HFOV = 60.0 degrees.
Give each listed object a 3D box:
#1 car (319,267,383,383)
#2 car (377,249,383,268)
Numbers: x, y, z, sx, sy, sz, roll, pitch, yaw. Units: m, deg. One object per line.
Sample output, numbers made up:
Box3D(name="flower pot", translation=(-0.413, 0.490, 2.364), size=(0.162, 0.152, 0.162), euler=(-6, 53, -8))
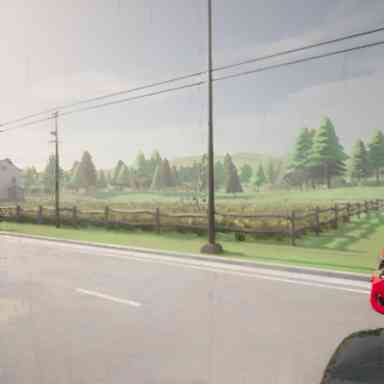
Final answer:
Box3D(name="car", translation=(2.898, 1.547, 1.927), size=(4.181, 1.385, 1.994), euler=(-1, 0, 35))
Box3D(name="car", translation=(5.501, 1.197, 4.369), size=(5.566, 2.045, 2.150), euler=(-1, 0, 35))
